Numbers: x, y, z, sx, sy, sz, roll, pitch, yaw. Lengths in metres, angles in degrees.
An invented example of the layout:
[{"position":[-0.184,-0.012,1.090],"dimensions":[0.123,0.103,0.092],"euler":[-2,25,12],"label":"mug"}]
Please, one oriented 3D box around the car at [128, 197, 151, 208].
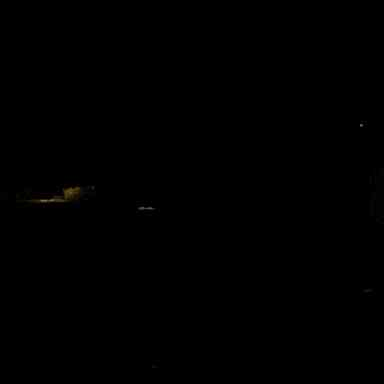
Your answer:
[{"position":[-8.122,1.558,51.385],"dimensions":[1.882,1.535,5.008],"euler":[-1,0,-36],"label":"car"}]
